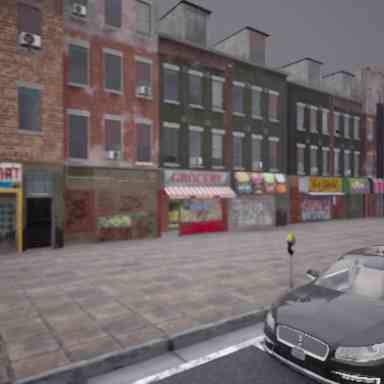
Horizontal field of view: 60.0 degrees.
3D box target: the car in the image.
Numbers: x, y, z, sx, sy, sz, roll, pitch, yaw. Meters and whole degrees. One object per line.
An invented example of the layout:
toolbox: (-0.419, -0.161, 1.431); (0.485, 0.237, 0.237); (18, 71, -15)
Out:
car: (2.950, 1.541, 4.930); (4.403, 1.369, 2.008); (0, 0, -35)
